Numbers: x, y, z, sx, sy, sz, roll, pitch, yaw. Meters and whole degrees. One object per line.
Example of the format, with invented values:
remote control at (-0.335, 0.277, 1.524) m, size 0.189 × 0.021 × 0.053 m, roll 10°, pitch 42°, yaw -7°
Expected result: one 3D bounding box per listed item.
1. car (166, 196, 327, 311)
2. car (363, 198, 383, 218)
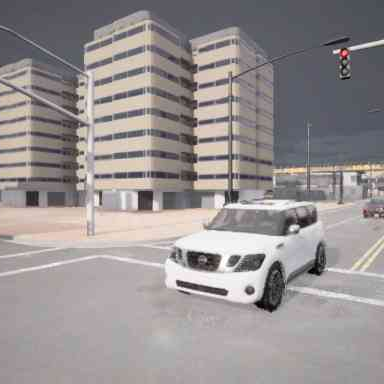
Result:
car at (1.725, 1.249, 8.306) m, size 2.150 × 2.045 × 5.566 m, roll 0°, pitch 0°, yaw 35°
car at (16.283, 1.343, 28.884) m, size 2.097 × 1.767 × 4.553 m, roll 0°, pitch 0°, yaw 35°
